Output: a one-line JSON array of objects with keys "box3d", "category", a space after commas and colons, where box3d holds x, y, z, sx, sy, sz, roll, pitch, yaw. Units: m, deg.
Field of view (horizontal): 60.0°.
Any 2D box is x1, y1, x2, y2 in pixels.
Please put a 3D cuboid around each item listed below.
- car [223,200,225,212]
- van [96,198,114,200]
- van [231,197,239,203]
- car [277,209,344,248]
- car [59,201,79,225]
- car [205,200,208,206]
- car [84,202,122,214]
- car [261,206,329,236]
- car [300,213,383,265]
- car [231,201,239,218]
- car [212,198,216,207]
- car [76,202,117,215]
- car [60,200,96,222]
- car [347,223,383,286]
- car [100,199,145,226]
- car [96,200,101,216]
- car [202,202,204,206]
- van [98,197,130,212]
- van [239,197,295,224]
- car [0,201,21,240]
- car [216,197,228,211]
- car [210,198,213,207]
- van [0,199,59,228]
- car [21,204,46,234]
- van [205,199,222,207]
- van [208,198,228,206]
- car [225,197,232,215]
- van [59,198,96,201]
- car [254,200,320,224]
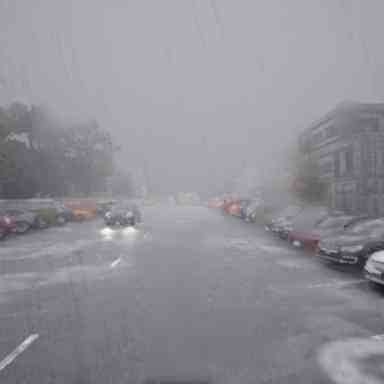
[{"box3d": [6.266, 1.920, 37.306, 4.674, 1.452, 2.002, 1, -1, -20], "category": "car"}, {"box3d": [-11.446, 1.673, 37.359, 4.442, 1.987, 1.878, -1, -1, -20], "category": "van"}, {"box3d": [6.399, 1.583, 31.490, 4.442, 1.987, 1.878, 1, -1, -20], "category": "van"}, {"box3d": [6.336, 1.646, 13.829, 4.792, 1.488, 2.163, 1, 0, -20], "category": "car"}, {"box3d": [-11.492, 1.758, 25.534, 4.892, 1.521, 2.231, -1, 0, -20], "category": "car"}, {"box3d": [5.953, 2.300, 66.573, 5.366, 1.575, 1.946, 1, -1, -20], "category": "car"}, {"box3d": [-11.580, 2.018, 43.201, 4.674, 1.452, 2.002, -1, -1, -20], "category": "car"}, {"box3d": [6.358, 1.647, 16.776, 4.892, 1.521, 2.231, 1, 0, -20], "category": "car"}, {"box3d": [6.387, 1.589, 10.904, 4.892, 1.521, 2.231, 1, 0, -20], "category": "car"}, {"box3d": [6.295, 1.772, 28.510, 5.008, 1.535, 2.097, 1, -1, -20], "category": "car"}, {"box3d": [6.375, 2.085, 52.040, 5.366, 1.575, 1.946, 1, -1, -20], "category": "car"}, {"box3d": [-11.565, 1.978, 40.256, 4.674, 1.452, 2.002, -1, -1, -20], "category": "car"}, {"box3d": [-11.339, 1.786, 28.544, 5.366, 1.575, 1.946, -1, -1, -20], "category": "car"}, {"box3d": [6.391, 1.599, 7.973, 4.674, 1.452, 2.002, 1, 0, -20], "category": "car"}, {"box3d": [-5.201, 1.616, 25.492, 2.097, 1.767, 4.553, 0, -1, 0], "category": "car"}, {"box3d": [-11.533, 1.901, 34.362, 4.674, 1.452, 2.002, -1, 0, -20], "category": "car"}, {"box3d": [6.130, 2.854, 84.274, 5.366, 1.575, 1.946, 2, -3, -21], "category": "car"}, {"box3d": [-11.494, 1.836, 49.134, 4.442, 1.987, 1.878, -1, -1, -20], "category": "van"}, {"box3d": [6.209, 1.511, 25.534, 4.442, 1.987, 1.878, 1, 0, -20], "category": "van"}, {"box3d": [-11.437, 1.538, 16.713, 4.553, 1.767, 2.185, -1, 0, -20], "category": "car"}, {"box3d": [6.280, 1.668, 40.258, 5.566, 2.045, 2.435, 1, -1, -20], "category": "car"}, {"box3d": [6.352, 2.173, 57.900, 5.366, 1.575, 1.946, 1, -1, -20], "category": "car"}, {"box3d": [-11.596, 1.501, 22.546, 4.442, 1.987, 1.878, -1, 0, -20], "category": "van"}, {"box3d": [-11.502, 1.724, 19.635, 4.792, 1.488, 2.163, -1, 0, -20], "category": "car"}, {"box3d": [5.954, 3.172, 93.026, 4.442, 1.987, 1.878, 2, -5, -21], "category": "van"}, {"box3d": [6.134, 2.370, 78.411, 4.442, 1.987, 1.878, 2, -3, -21], "category": "van"}, {"box3d": [6.248, 1.716, 34.370, 4.553, 1.767, 2.185, 1, -1, -20], "category": "car"}, {"box3d": [-11.637, 1.601, 31.382, 4.442, 1.987, 1.878, -1, 0, -20], "category": "van"}, {"box3d": [6.371, 1.551, 19.717, 4.553, 1.767, 2.185, 1, 0, -20], "category": "car"}]
